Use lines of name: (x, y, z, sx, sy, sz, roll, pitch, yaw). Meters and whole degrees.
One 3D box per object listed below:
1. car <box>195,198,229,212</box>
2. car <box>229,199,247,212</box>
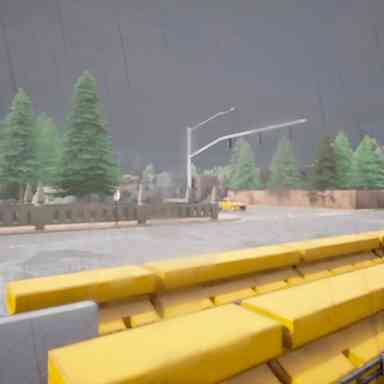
car: (1.606, 1.544, 39.053, 2.128, 1.511, 4.902, 0, 0, -36)
car: (4.585, 1.539, 40.903, 1.882, 1.535, 5.008, 0, 0, -36)
